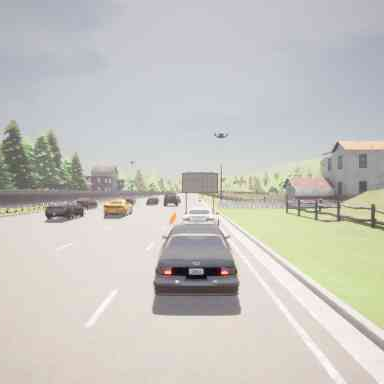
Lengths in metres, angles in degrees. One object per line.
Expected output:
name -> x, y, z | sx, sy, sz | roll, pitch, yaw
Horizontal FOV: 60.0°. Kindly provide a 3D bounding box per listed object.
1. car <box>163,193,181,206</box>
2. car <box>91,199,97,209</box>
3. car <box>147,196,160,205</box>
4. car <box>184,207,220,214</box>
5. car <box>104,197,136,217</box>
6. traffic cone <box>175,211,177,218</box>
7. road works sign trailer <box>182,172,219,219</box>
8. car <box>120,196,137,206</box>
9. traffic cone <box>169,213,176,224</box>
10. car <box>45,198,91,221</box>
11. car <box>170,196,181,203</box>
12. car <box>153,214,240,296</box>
car -> -3.337, 1.221, 53.331 | 2.150, 2.045, 5.566 | 0, 0, 0
car -> -13.849, 1.477, 43.411 | 1.882, 1.535, 5.008 | 0, 0, 0
car -> -6.831, 1.490, 58.805 | 2.128, 1.511, 4.902 | 0, 0, 0
car -> 0.517, 1.538, 18.446 | 1.812, 1.442, 4.674 | 0, -1, 6
car -> -6.863, 1.477, 31.279 | 1.882, 1.535, 5.008 | 0, 0, 0
traffic cone -> -1.458, 1.955, 25.151 | 0.340, 0.580, 0.340 | 0, 0, 0
road works sign trailer -> 0.511, 0.464, 22.060 | 2.380, 3.560, 2.880 | 0, 0, -4
car -> -10.336, 1.477, 54.353 | 1.882, 1.535, 5.008 | 0, 0, 0
traffic cone -> -1.460, 1.955, 23.151 | 0.340, 0.580, 0.340 | 0, 0, 0
car -> -10.368, 1.491, 27.505 | 2.128, 1.511, 4.902 | 0, 0, 0
car -> -3.319, 1.564, 68.547 | 1.994, 1.385, 4.181 | 0, 0, 0
car -> 0.108, 1.547, 8.795 | 2.033, 1.411, 5.357 | 0, 0, 1
